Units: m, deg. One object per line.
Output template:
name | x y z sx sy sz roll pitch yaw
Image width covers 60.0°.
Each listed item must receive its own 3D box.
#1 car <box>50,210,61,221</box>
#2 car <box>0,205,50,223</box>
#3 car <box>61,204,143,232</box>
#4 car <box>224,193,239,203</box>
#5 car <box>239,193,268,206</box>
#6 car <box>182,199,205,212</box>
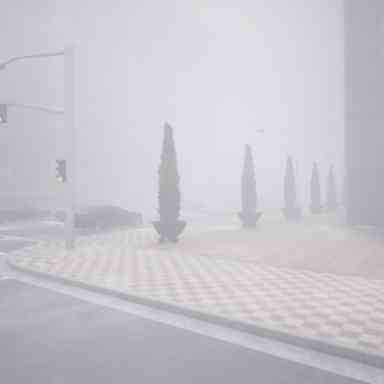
car | -9.119 1.656 27.659 1.994 1.385 4.181 0 0 36
car | -14.043 1.706 26.822 1.895 1.301 4.718 0 0 36
car | -5.253 1.543 20.885 1.882 1.535 5.008 0 0 36
car | 7.133 1.300 55.958 1.882 1.535 5.008 0 0 36
car | 9.988 1.453 53.932 2.097 1.767 4.553 0 0 36
car | -0.331 1.596 39.811 1.837 1.490 4.892 0 0 36
